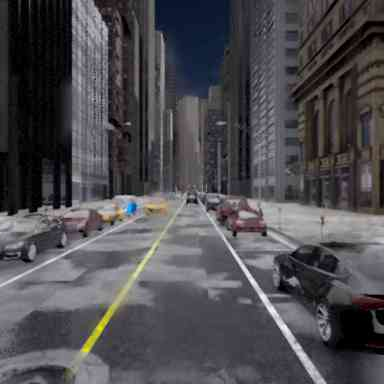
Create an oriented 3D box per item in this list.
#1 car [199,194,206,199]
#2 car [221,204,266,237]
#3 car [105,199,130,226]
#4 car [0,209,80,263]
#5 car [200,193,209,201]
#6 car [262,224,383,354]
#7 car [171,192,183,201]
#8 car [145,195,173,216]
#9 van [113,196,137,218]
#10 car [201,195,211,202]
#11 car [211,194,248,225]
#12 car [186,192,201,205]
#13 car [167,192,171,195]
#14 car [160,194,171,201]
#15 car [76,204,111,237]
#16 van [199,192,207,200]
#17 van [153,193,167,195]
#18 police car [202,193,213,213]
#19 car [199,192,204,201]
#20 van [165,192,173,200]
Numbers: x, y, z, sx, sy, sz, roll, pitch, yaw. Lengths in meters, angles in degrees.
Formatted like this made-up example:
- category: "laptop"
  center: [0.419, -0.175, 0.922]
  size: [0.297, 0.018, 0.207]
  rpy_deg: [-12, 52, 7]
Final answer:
- category: "car"
  center: [2.769, 1.167, 90.200]
  size: [1.887, 1.381, 4.507]
  rpy_deg: [0, 0, 0]
- category: "car"
  center: [2.763, 1.503, 17.282]
  size: [1.802, 1.307, 4.206]
  rpy_deg: [0, 0, 0]
- category: "car"
  center: [-5.761, 1.423, 22.709]
  size: [1.752, 1.417, 4.829]
  rpy_deg: [0, 0, 0]
- category: "car"
  center: [-5.762, 1.497, 11.661]
  size: [2.008, 1.369, 4.403]
  rpy_deg: [0, 0, 0]
- category: "car"
  center: [2.767, 1.129, 73.372]
  size: [1.967, 1.590, 4.097]
  rpy_deg: [0, 0, 0]
- category: "car"
  center: [2.763, 1.537, 6.064]
  size: [1.947, 1.339, 4.313]
  rpy_deg: [0, 0, 0]
- category: "car"
  center: [-2.996, 1.102, 70.982]
  size: [1.812, 1.442, 4.674]
  rpy_deg: [0, 0, 0]
- category: "car"
  center: [-3.096, 1.342, 30.550]
  size: [1.882, 1.535, 5.008]
  rpy_deg: [0, 0, 0]
- category: "van"
  center: [-5.761, 1.215, 28.488]
  size: [1.690, 1.788, 3.998]
  rpy_deg: [0, 0, 0]
- category: "car"
  center: [2.767, 1.256, 67.764]
  size: [1.887, 1.381, 4.507]
  rpy_deg: [0, 0, 0]
- category: "car"
  center: [2.764, 1.212, 22.890]
  size: [2.192, 1.841, 5.009]
  rpy_deg: [0, 0, 0]
- category: "car"
  center: [0.003, 1.251, 52.563]
  size: [1.882, 1.535, 5.008]
  rpy_deg: [0, 0, 0]
- category: "car"
  center: [-5.758, 1.049, 62.145]
  size: [2.192, 1.841, 5.009]
  rpy_deg: [0, 0, 0]
- category: "car"
  center: [-5.758, 1.240, 73.364]
  size: [2.008, 1.369, 4.403]
  rpy_deg: [0, 0, 0]
- category: "car"
  center: [-5.762, 1.504, 17.270]
  size: [1.802, 1.307, 4.206]
  rpy_deg: [0, 0, 0]
- category: "van"
  center: [2.768, 0.985, 84.590]
  size: [1.690, 1.788, 3.998]
  rpy_deg: [0, 0, 0]
- category: "van"
  center: [-5.759, 1.098, 56.535]
  size: [1.690, 1.788, 3.998]
  rpy_deg: [0, 0, 0]
- category: "police car"
  center: [2.368, 1.272, 34.780]
  size: [1.930, 1.638, 5.238]
  rpy_deg: [0, 0, 0]
- category: "car"
  center: [2.766, 1.071, 56.545]
  size: [2.192, 1.841, 5.009]
  rpy_deg: [0, 0, 0]
- category: "van"
  center: [-5.757, 0.986, 84.583]
  size: [1.690, 1.788, 3.998]
  rpy_deg: [0, 0, 0]
